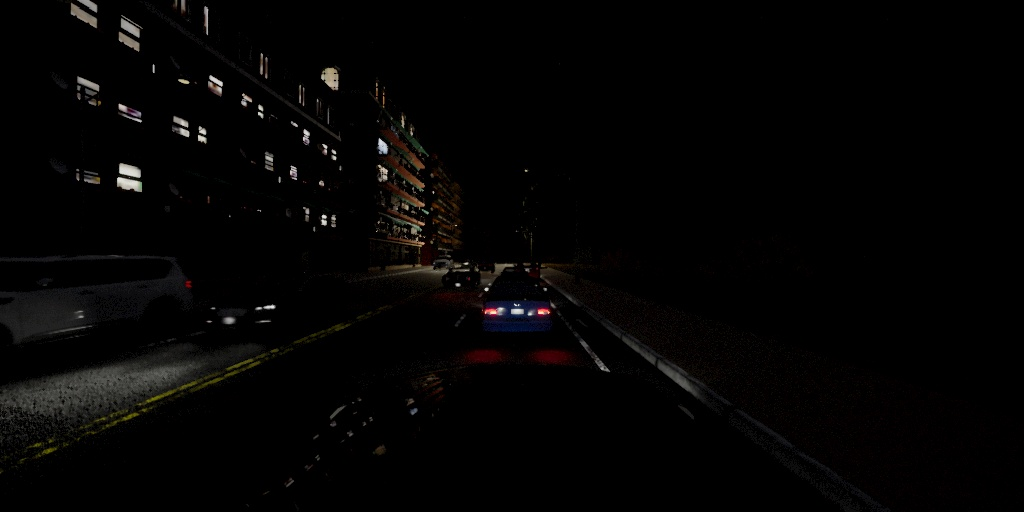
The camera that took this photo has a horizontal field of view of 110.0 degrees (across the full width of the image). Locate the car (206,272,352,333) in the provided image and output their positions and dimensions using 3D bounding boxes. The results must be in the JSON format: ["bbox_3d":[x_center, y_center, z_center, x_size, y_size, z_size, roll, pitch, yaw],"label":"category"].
[{"bbox_3d":[-6.585,1.243,10.798,2.128,1.511,4.902,0,0,0],"label":"car"}]

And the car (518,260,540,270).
[{"bbox_3d":[1.189,1.105,29.851,2.097,1.767,4.553,0,0,0],"label":"car"}]

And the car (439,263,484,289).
[{"bbox_3d":[-3.110,1.354,22.946,1.895,1.301,4.718,0,0,0],"label":"car"}]

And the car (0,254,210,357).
[{"bbox_3d":[-9.841,0.972,7.531,2.150,2.045,5.566,0,0,0],"label":"car"}]

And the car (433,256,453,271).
[{"bbox_3d":[-9.752,0.975,51.177,2.150,2.045,5.566,0,0,0],"label":"car"}]

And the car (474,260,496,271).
[{"bbox_3d":[-3.072,1.232,43.501,1.882,1.535,5.008,0,-1,0],"label":"car"}]

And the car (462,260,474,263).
[{"bbox_3d":[-6.499,1.300,53.483,2.033,1.411,5.357,0,0,0],"label":"car"}]

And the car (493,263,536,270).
[{"bbox_3d":[0.129,1.317,20.916,1.994,1.385,4.181,0,0,1],"label":"car"}]

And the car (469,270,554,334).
[{"bbox_3d":[0.117,1.299,10.583,2.033,1.411,5.357,0,0,0],"label":"car"}]
